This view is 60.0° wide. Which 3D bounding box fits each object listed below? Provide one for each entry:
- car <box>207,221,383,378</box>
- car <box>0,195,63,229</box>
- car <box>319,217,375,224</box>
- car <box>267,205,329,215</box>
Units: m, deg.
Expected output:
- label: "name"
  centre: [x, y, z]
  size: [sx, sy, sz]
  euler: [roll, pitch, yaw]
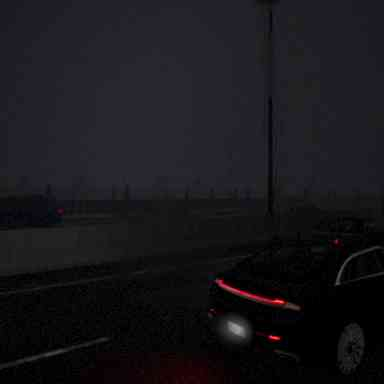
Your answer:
- label: "car"
  centre: [2.524, 1.491, 5.547]
  size: [4.902, 1.511, 2.128]
  euler: [0, 0, -36]
- label: "car"
  centre: [-10.058, 1.221, 18.315]
  size: [5.566, 2.045, 2.150]
  euler: [0, 0, -36]
- label: "car"
  centre: [6.053, 1.600, 12.367]
  size: [4.718, 1.301, 1.895]
  euler: [0, 0, -36]
- label: "car"
  centre: [7.064, 1.545, 21.929]
  size: [5.357, 1.411, 2.033]
  euler: [0, 0, -35]
